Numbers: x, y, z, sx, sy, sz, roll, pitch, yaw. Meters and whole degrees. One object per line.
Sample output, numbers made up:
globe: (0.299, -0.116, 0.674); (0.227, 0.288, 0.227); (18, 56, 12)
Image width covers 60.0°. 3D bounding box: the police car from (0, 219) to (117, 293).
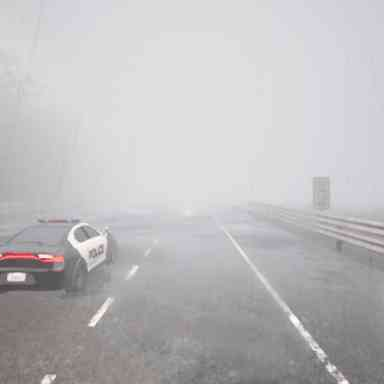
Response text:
police car: (-3.422, 1.498, 8.970); (2.038, 1.542, 4.974); (0, 0, 1)
